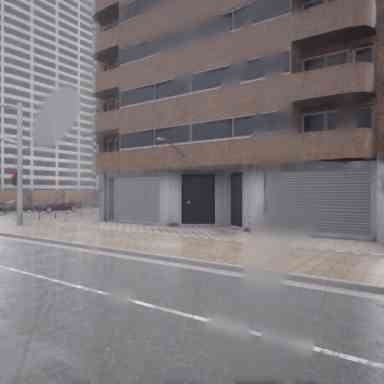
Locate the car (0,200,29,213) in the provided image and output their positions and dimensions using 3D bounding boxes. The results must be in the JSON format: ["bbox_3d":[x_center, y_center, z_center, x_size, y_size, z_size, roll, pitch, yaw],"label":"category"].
[{"bbox_3d":[-19.538,1.547,37.414,2.033,1.411,5.357,0,0,35],"label":"car"}]

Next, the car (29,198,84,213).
[{"bbox_3d":[-15.167,1.477,37.575,1.882,1.535,5.008,0,0,35],"label":"car"}]

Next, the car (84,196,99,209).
[{"bbox_3d":[-13.844,1.564,45.615,1.994,1.385,4.181,0,0,35],"label":"car"}]
